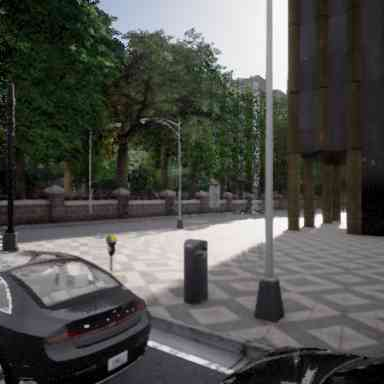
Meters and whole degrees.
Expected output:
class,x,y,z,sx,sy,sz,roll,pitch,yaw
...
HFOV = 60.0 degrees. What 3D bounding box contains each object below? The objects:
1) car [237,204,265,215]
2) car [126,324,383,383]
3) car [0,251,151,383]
class,x,y,z,sx,sy,sz,roll,pitch,yaw
car,8.159,2.405,45.583,2.033,1.411,5.357,0,-1,36
car,1.928,1.567,1.591,4.313,1.339,1.947,0,0,35
car,-2.563,1.541,4.788,4.403,1.369,2.008,0,0,35
